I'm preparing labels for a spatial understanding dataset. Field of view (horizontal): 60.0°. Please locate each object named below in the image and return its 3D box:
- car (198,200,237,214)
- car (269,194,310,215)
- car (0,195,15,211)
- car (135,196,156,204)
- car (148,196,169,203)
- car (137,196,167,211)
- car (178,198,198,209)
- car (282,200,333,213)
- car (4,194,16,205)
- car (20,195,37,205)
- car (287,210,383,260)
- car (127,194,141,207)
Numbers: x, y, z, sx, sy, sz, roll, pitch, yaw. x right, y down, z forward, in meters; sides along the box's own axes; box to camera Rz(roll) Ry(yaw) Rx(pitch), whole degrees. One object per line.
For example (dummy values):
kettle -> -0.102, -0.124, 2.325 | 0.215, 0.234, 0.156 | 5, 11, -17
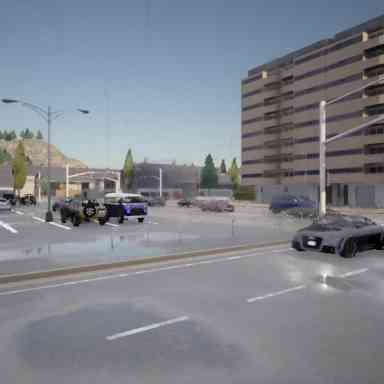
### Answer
car -> 2.977, 1.620, 36.815 | 1.994, 1.385, 4.181 | 0, 0, -35
car -> 10.194, 1.275, 32.695 | 2.150, 2.045, 5.566 | 0, 0, -35
car -> -21.832, 1.451, 37.872 | 1.970, 1.475, 3.806 | 0, 0, -35
car -> -9.309, 1.547, 66.534 | 2.128, 1.511, 4.902 | 0, 0, -35
car -> -6.997, 1.546, 69.324 | 2.128, 1.511, 4.902 | 0, 0, -35
car -> -5.795, 1.656, 49.191 | 1.895, 1.301, 4.718 | 0, 0, -35
car -> -0.206, 1.562, 47.349 | 1.837, 1.490, 4.892 | 0, -1, -35
car -> 9.896, 1.619, 27.077 | 1.994, 1.385, 4.181 | 0, 0, -35
car -> -29.688, 1.212, 53.706 | 1.905, 1.878, 3.866 | 0, 0, -35
car -> -27.292, 1.209, 55.329 | 1.932, 1.855, 4.605 | 0, 0, -35
car -> 5.671, 1.564, 12.586 | 4.181, 1.385, 1.994 | 0, 0, -38
car -> -9.291, 1.401, 60.293 | 2.033, 1.411, 5.357 | 0, 0, -35
